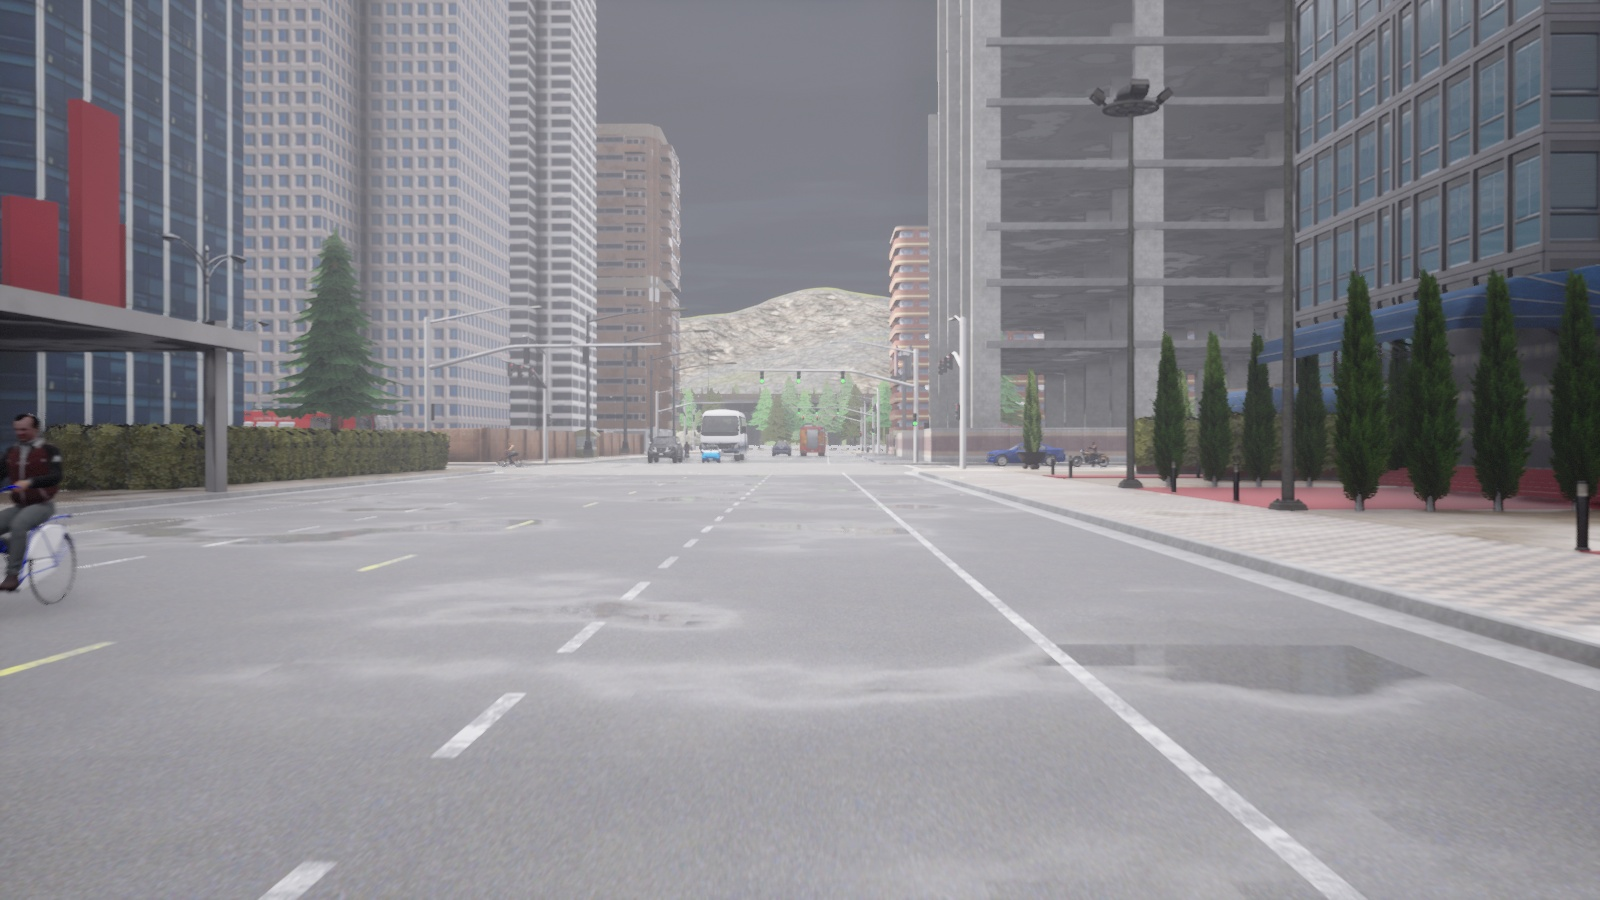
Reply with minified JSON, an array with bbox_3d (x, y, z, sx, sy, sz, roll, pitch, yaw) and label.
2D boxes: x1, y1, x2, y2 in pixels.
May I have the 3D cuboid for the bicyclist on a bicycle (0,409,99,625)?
[{"bbox_3d":[-6.922,0.550,10.885,0.659,1.776,1.843,0,0,0],"label":"bicyclist on a bicycle"}]

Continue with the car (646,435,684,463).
[{"bbox_3d":[-10.108,-0.075,94.381,2.150,2.045,5.566,0,0,1],"label":"car"}]

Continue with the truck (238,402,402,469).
[{"bbox_3d":[-27.963,-0.854,73.367,8.468,3.827,2.891,0,0,1],"label":"truck"}]

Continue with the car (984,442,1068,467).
[{"bbox_3d":[14.361,0.286,79.855,5.008,1.535,1.882,0,0,1],"label":"car"}]

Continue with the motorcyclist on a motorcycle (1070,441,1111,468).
[{"bbox_3d":[17.653,0.281,76.314,2.350,1.649,0.766,0,0,1],"label":"motorcyclist on a motorcycle"}]

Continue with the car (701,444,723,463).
[{"bbox_3d":[-6.611,0.265,94.210,1.481,1.376,2.207,0,0,1],"label":"car"}]
